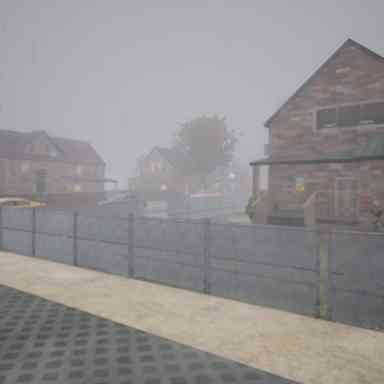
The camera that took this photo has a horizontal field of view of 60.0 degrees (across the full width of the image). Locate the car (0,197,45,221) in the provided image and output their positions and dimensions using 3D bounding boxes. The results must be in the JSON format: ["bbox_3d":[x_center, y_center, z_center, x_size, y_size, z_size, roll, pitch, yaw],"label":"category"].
[{"bbox_3d":[-11.744,1.142,20.881,1.882,1.535,5.008,1,2,35],"label":"car"}]

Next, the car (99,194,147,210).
[{"bbox_3d":[-5.989,0.934,28.995,1.837,1.490,4.892,1,2,35],"label":"car"}]

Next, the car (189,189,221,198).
[{"bbox_3d":[1.564,0.477,39.576,2.097,1.767,4.553,1,2,38],"label":"car"}]
